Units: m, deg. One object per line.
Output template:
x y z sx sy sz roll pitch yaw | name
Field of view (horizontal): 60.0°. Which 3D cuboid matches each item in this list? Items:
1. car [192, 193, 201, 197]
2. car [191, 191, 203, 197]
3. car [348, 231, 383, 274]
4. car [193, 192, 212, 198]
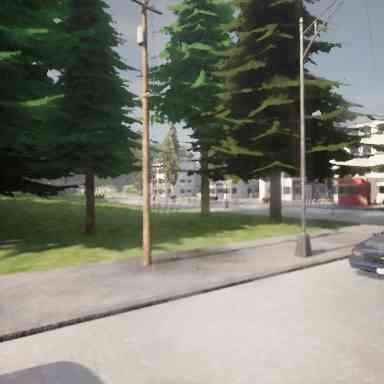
2.673 0.691 88.794 4.536 1.218 1.853 -1 1 -6 | car
1.379 0.599 91.275 1.845 1.501 3.633 -1 1 -24 | car
6.526 1.386 9.136 5.357 1.411 2.033 -1 1 -35 | car
2.726 0.848 88.800 4.974 1.542 2.038 -1 1 -6 | car
